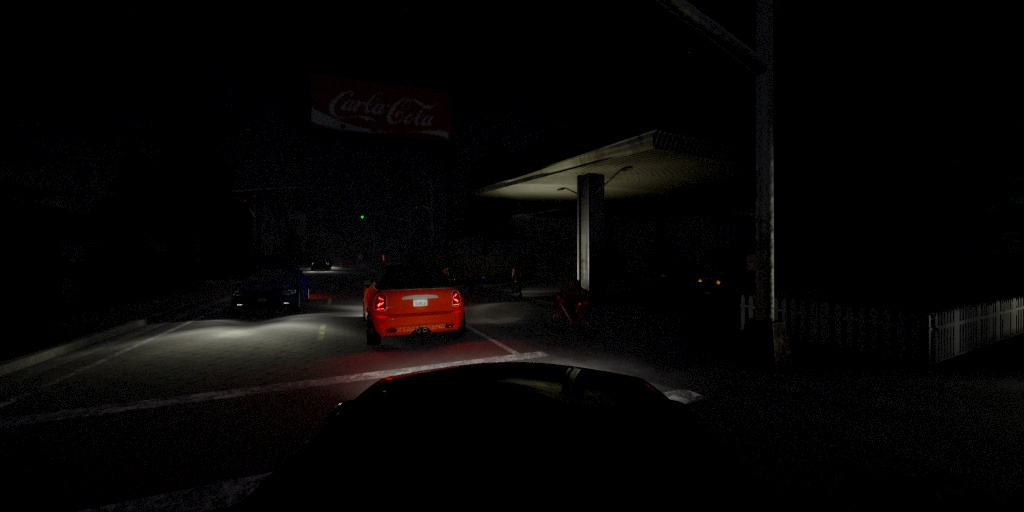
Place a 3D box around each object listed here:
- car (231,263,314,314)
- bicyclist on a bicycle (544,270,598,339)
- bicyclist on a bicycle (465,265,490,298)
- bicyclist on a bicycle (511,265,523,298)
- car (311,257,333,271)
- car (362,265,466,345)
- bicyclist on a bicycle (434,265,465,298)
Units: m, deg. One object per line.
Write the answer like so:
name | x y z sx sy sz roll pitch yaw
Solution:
car | -8.880 1.146 13.525 1.882 1.535 5.008 1 -1 -25
bicyclist on a bicycle | 1.450 1.180 8.915 0.582 1.620 1.656 3 -2 -44
bicyclist on a bicycle | -1.853 1.265 17.912 1.656 1.620 0.582 1 0 -23
bicyclist on a bicycle | 0.252 1.270 18.092 0.582 1.620 1.656 0 0 14
car | -24.746 0.967 46.478 2.097 1.767 4.553 0 0 -25
car | -2.779 1.001 9.478 2.097 1.767 4.553 0 0 -24
bicyclist on a bicycle | -3.117 1.235 16.490 1.656 1.620 0.582 1 0 35
